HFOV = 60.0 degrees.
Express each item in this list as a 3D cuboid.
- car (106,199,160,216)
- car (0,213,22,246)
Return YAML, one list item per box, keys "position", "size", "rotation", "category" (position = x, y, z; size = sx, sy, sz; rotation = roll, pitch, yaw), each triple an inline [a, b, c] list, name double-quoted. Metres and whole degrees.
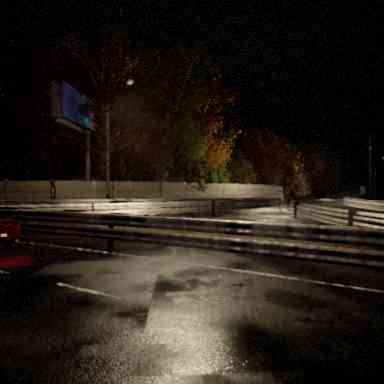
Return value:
- position: [-4.921, 1.358, 28.148]
  size: [4.674, 1.442, 1.812]
  rotation: [0, 0, -30]
  category: "car"
- position: [-8.995, 1.396, 13.195]
  size: [5.008, 1.535, 1.882]
  rotation: [0, 0, 27]
  category: "car"
